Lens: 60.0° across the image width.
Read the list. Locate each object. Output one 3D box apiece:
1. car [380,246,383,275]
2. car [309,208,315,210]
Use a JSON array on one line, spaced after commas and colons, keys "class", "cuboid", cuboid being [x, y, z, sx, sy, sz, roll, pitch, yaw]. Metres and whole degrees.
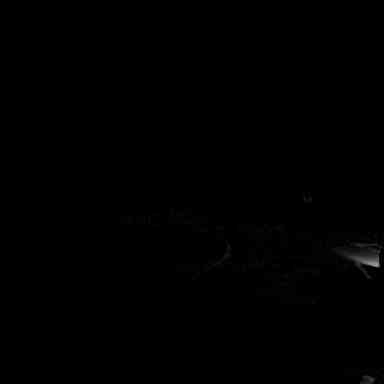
[{"class": "car", "cuboid": [5.651, 1.573, 7.560, 1.994, 1.385, 4.181, 0, 0, 22]}, {"class": "car", "cuboid": [28.231, 4.432, 77.693, 1.994, 1.385, 4.181, 0, -5, 23]}]
